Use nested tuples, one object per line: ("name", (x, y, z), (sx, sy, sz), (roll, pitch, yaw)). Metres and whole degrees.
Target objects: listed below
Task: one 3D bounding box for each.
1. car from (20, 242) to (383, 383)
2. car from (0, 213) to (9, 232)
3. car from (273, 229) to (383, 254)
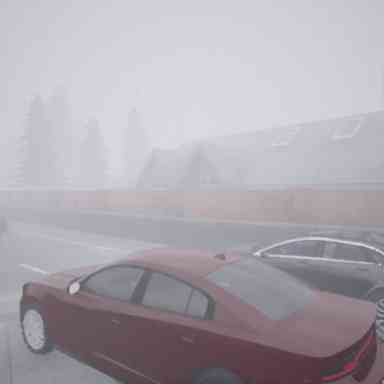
("car", (-0.338, 1.484, 4.367), (5.008, 1.535, 1.882), (0, 0, 36))
("car", (-12.203, 1.563, 19.148), (4.181, 1.385, 1.994), (0, 0, 44))
("car", (2.507, 1.508, 6.617), (4.902, 1.511, 2.128), (0, 0, 36))
